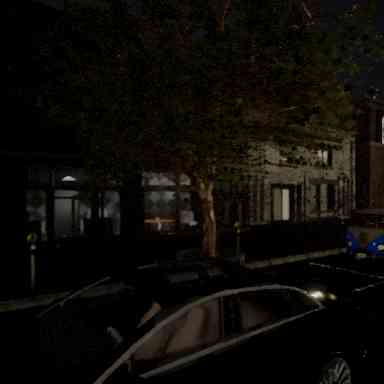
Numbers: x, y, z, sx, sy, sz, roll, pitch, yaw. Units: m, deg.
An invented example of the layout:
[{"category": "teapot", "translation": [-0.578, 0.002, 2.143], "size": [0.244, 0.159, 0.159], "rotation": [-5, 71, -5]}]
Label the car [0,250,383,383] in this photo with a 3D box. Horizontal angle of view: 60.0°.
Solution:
[{"category": "car", "translation": [-0.276, 1.507, 3.160], "size": [4.902, 1.511, 2.128], "rotation": [1, 0, -35]}]

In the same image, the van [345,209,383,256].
[{"category": "van", "translation": [6.955, 1.464, 11.512], "size": [3.998, 1.788, 1.690], "rotation": [1, -1, -35]}]
